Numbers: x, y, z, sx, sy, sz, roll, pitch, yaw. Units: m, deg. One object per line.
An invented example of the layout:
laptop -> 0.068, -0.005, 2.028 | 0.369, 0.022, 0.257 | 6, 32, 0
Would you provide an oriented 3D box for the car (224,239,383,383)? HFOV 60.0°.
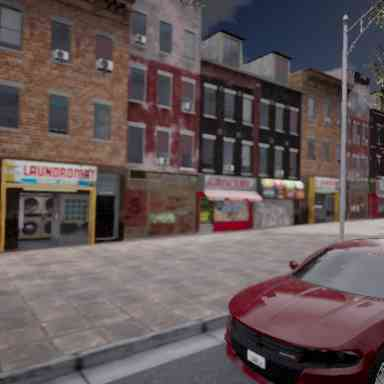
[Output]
car -> 2.724, 1.495, 4.953 | 5.008, 1.535, 1.882 | 0, 0, -35
